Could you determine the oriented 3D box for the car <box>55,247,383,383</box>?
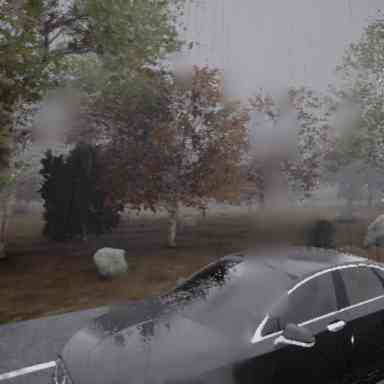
[{"bbox_3d":[0.991,1.505,3.985,4.892,1.490,1.837,0,0,-31],"label":"car"}]
